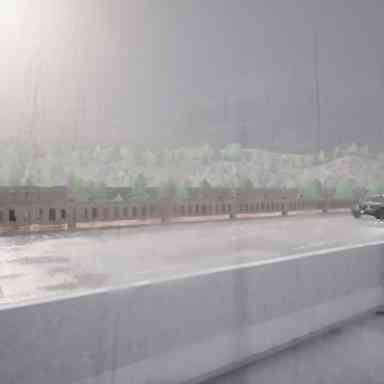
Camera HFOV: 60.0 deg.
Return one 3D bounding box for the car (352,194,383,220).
[{"bbox_3d":[15.852,1.228,28.206,5.566,2.045,2.150,0,0,-35],"label":"car"}]
